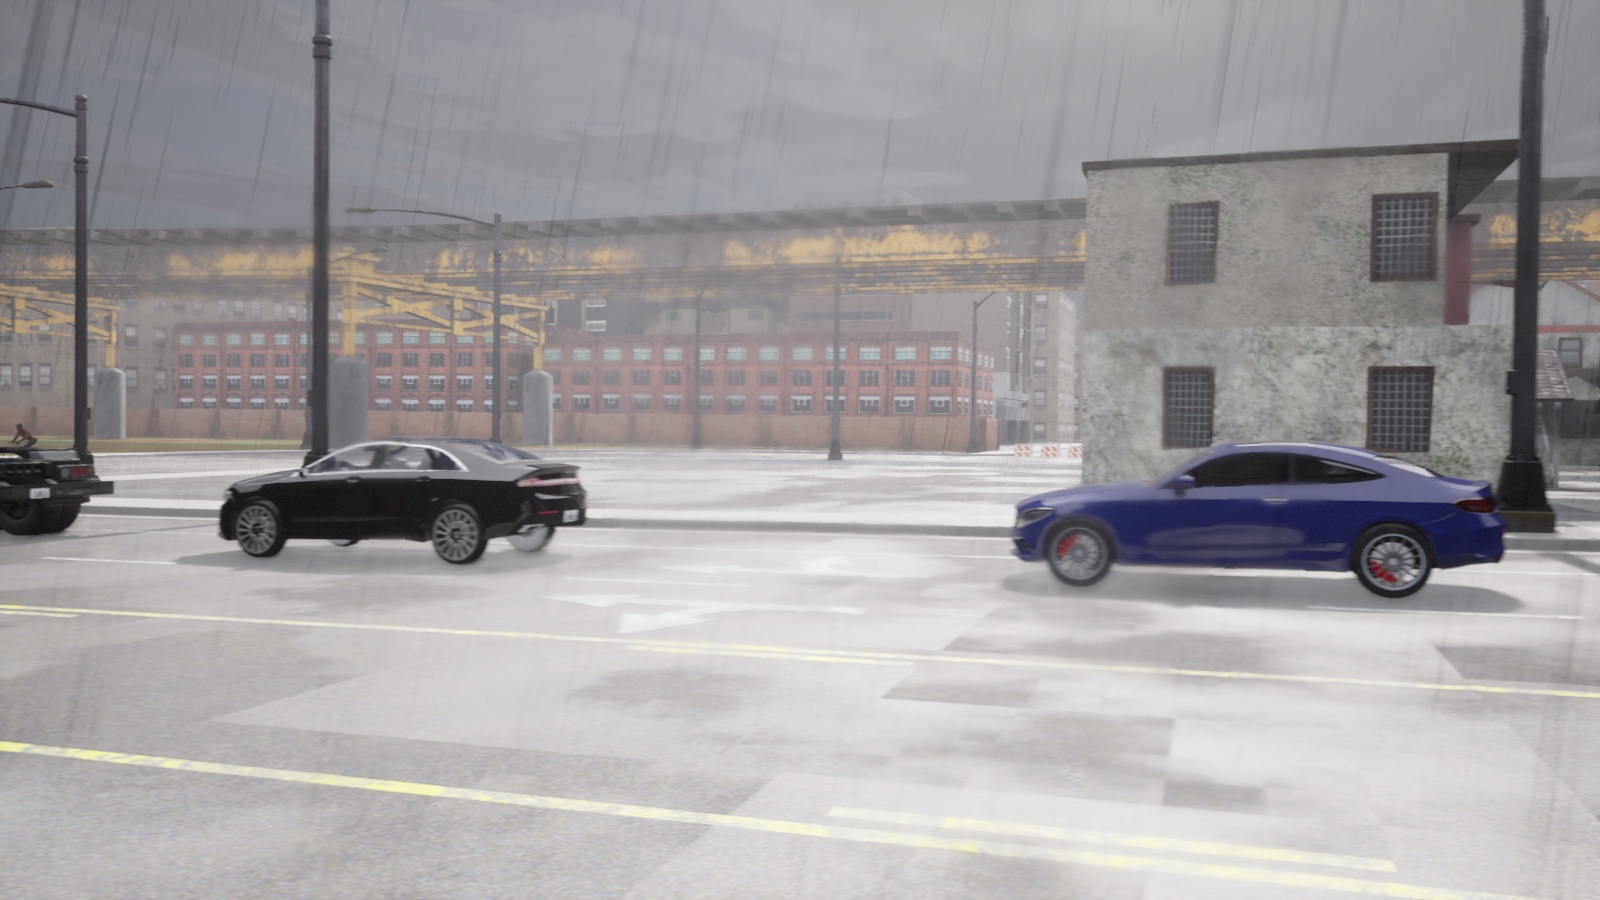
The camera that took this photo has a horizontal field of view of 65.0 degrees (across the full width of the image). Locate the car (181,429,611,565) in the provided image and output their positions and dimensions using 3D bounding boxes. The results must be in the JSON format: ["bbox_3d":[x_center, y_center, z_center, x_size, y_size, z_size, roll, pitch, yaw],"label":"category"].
[{"bbox_3d":[-5.104,0.505,15.988,4.902,1.511,2.128,1,1,18],"label":"car"}]

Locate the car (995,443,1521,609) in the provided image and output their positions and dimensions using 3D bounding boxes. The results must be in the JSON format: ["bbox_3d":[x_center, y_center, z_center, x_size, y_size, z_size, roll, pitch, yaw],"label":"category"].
[{"bbox_3d":[4.475,0.665,12.765,4.674,1.442,1.812,0,1,19],"label":"car"}]

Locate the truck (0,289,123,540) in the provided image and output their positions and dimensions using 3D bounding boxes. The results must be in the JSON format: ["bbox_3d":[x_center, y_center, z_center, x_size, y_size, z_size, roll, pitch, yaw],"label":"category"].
[{"bbox_3d":[-14.611,-0.550,19.171,7.936,3.462,2.891,1,1,19],"label":"truck"}]
